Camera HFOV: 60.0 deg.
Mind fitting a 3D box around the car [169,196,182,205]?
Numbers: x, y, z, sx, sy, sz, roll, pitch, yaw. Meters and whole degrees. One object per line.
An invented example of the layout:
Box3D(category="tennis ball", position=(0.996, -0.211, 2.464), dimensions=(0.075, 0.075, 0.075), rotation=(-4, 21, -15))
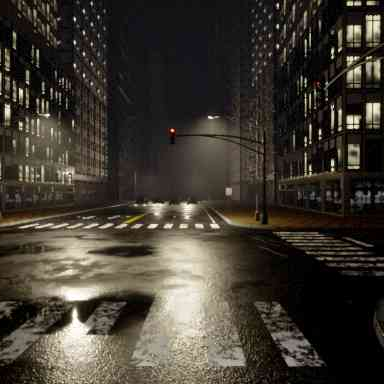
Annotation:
Box3D(category="car", position=(-3.187, 1.647, 59.727), dimensions=(2.033, 1.411, 5.357), rotation=(0, 0, 0))

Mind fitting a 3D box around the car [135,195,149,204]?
Box3D(category="car", position=(-9.682, 1.468, 64.349), dimensions=(2.097, 1.767, 4.553), rotation=(0, 0, 0))

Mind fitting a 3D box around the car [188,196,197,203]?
Box3D(category="car", position=(0.075, 1.583, 70.588), dimensions=(1.895, 1.301, 4.718), rotation=(0, 0, 0))

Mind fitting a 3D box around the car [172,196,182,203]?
Box3D(category="car", position=(-3.176, 1.522, 70.145), dimensions=(1.994, 1.385, 4.181), rotation=(0, 0, 0))

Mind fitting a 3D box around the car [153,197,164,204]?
Box3D(category="car", position=(-6.432, 1.680, 64.315), dimensions=(1.994, 1.385, 4.181), rotation=(0, 0, 0))

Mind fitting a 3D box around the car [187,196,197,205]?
Box3D(category="car", position=(0.064, 1.648, 60.140), dimensions=(2.033, 1.411, 5.357), rotation=(0, 0, 0))
